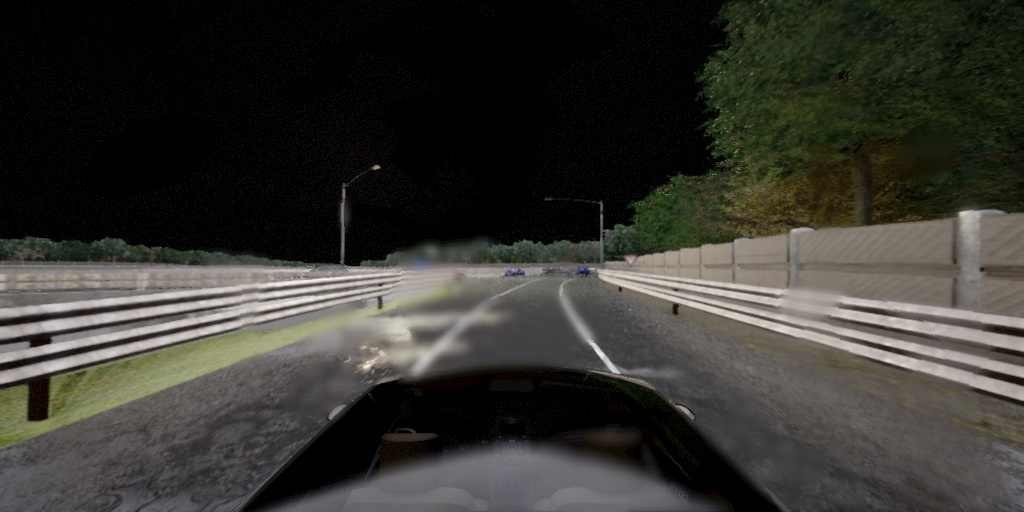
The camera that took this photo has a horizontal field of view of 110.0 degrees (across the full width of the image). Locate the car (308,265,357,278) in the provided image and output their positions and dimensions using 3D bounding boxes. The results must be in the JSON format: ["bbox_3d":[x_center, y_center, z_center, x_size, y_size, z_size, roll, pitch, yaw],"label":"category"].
[{"bbox_3d":[-16.036,1.638,32.859,2.097,1.767,4.553,-1,-2,42],"label":"car"}]

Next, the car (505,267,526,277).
[{"bbox_3d":[0.526,2.591,56.369,1.812,1.442,4.674,0,-2,27],"label":"car"}]

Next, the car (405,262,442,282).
[{"bbox_3d":[-8.180,1.650,36.516,2.150,2.045,5.566,-1,-2,39],"label":"car"}]

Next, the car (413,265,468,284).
[{"bbox_3d":[-6.266,1.831,33.411,1.882,1.535,5.008,-1,-2,40],"label":"car"}]
